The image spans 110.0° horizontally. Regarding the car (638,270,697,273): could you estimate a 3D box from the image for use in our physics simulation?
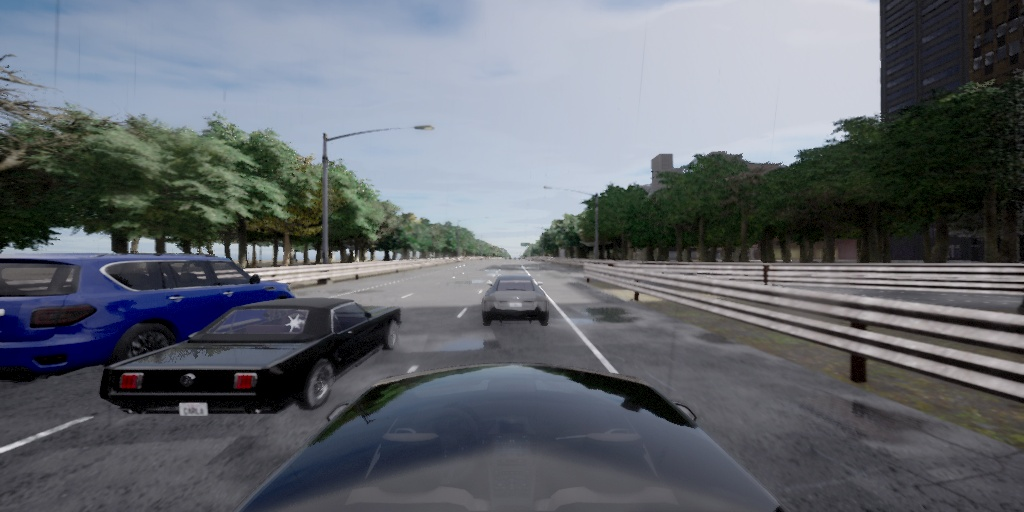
[{"bbox_3d":[11.851,1.296,28.067,1.895,1.301,4.718,0,0,-23],"label":"car"}]

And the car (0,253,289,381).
[{"bbox_3d":[-6.899,0.974,7.318,2.150,2.045,5.566,0,0,0],"label":"car"}]

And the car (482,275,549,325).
[{"bbox_3d":[0.103,1.314,11.884,1.994,1.385,4.181,0,0,0],"label":"car"}]

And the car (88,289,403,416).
[{"bbox_3d":[-3.397,1.353,6.054,1.895,1.301,4.718,0,0,0],"label":"car"}]
